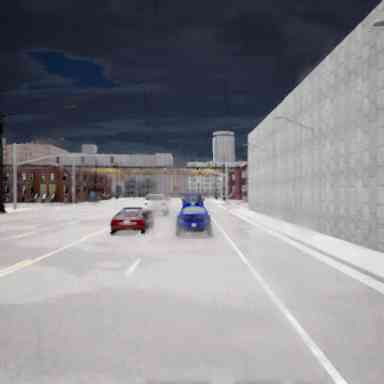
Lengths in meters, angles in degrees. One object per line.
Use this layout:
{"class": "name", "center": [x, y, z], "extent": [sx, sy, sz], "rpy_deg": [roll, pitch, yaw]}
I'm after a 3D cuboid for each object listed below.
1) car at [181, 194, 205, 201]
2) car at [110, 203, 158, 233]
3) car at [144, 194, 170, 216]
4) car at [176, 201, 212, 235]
{"class": "car", "center": [0.093, 1.233, 32.745], "extent": [2.150, 2.045, 5.566], "rpy_deg": [0, 0, 0]}
{"class": "car", "center": [-3.413, 1.568, 19.605], "extent": [1.994, 1.385, 4.181], "rpy_deg": [0, 0, 1]}
{"class": "car", "center": [-3.406, 1.233, 32.628], "extent": [2.150, 2.045, 5.566], "rpy_deg": [0, 0, 0]}
{"class": "car", "center": [0.097, 1.484, 18.841], "extent": [1.882, 1.535, 5.008], "rpy_deg": [0, 0, 0]}
